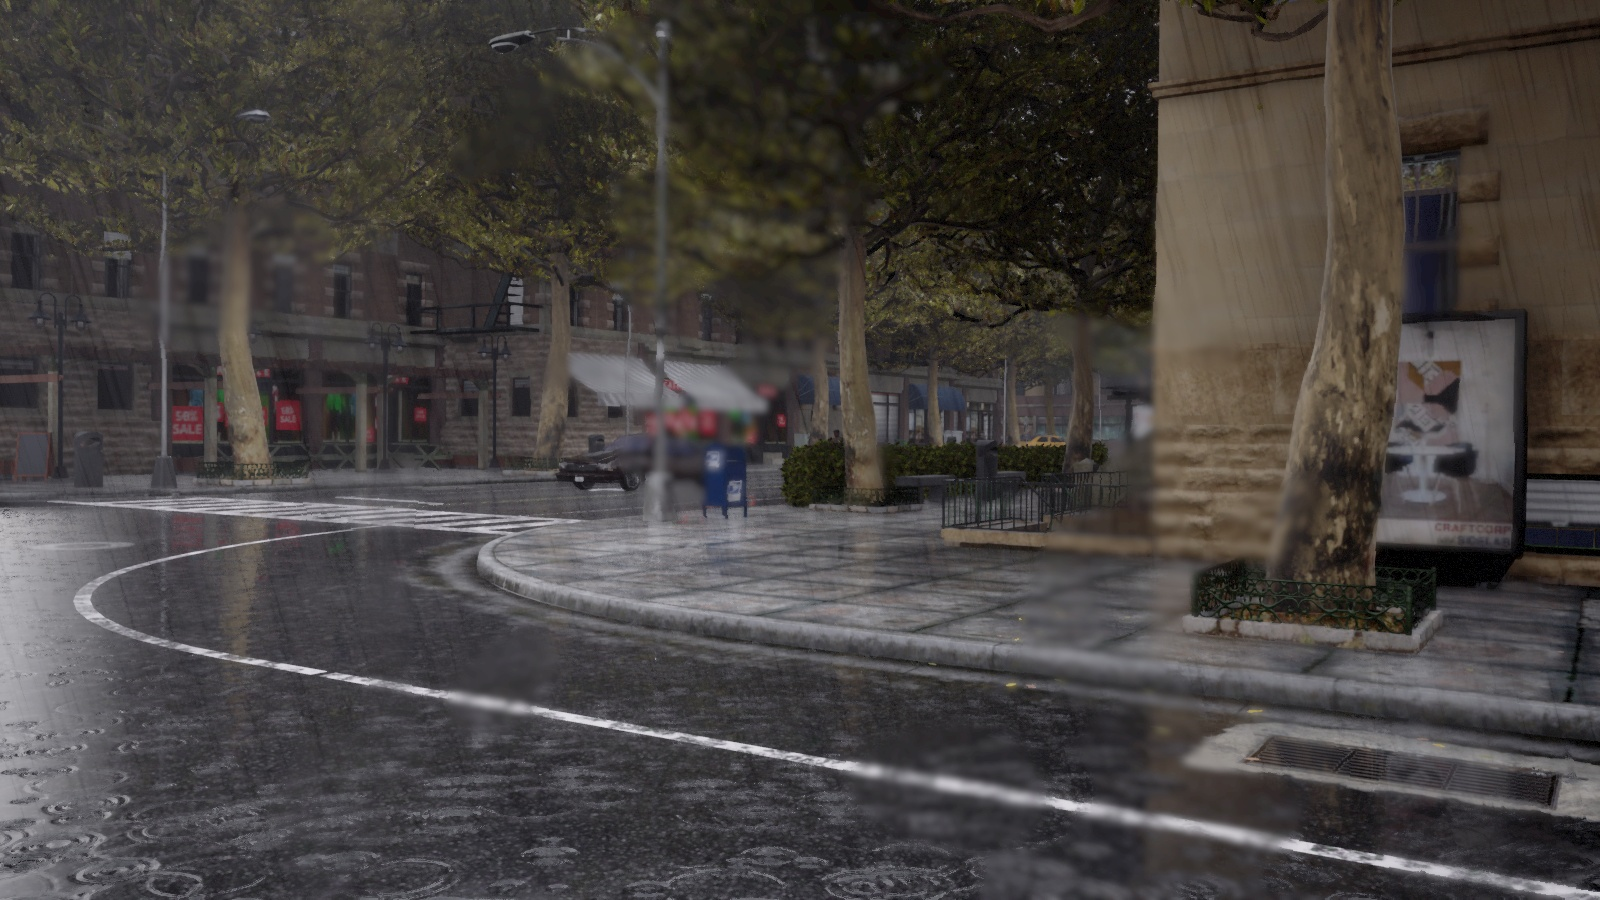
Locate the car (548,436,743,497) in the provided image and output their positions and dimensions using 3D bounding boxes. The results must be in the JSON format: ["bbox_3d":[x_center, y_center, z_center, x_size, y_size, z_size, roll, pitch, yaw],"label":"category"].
[{"bbox_3d":[-3.879,0.368,32.640,2.033,1.411,5.357,0,1,33],"label":"car"}]

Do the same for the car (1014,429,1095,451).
[{"bbox_3d":[18.146,-0.721,89.780,5.366,1.575,1.801,0,1,32],"label":"car"}]
